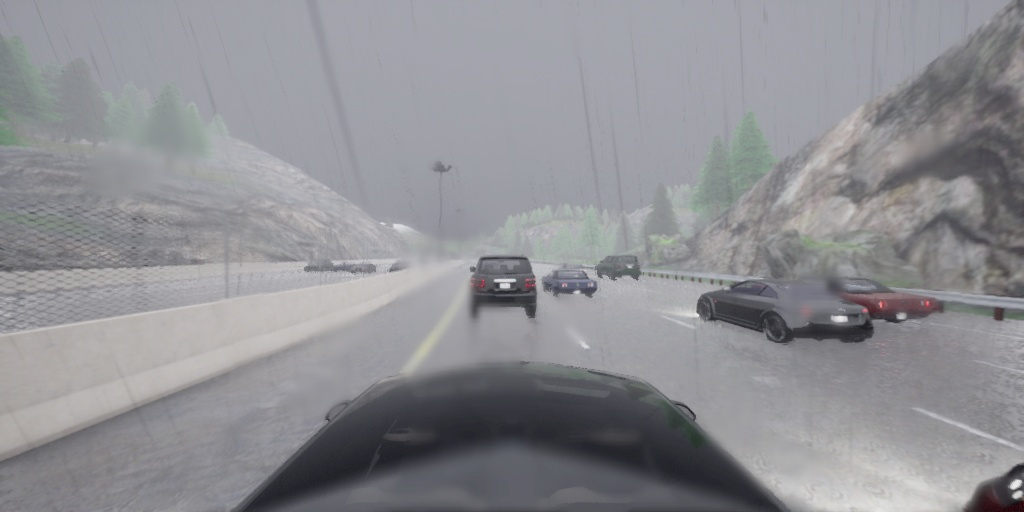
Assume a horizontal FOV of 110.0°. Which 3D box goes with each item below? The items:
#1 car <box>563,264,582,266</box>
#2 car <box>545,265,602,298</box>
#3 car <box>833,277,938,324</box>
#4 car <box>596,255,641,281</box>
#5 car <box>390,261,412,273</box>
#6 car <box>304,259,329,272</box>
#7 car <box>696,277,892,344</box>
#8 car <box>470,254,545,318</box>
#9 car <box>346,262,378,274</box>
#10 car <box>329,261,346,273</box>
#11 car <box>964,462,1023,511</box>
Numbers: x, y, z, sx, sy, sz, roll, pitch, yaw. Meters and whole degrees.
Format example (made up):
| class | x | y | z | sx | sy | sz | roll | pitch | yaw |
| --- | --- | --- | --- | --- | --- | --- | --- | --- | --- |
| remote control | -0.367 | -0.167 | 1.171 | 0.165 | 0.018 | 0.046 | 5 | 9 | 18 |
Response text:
| class | x | y | z | sx | sy | sz | roll | pitch | yaw |
| --- | --- | --- | --- | --- | --- | --- | --- | --- | --- |
| car | 5.186 | 1.323 | 31.505 | 1.895 | 1.301 | 4.718 | 0 | 0 | -5 |
| car | 2.765 | 1.335 | 18.309 | 1.895 | 1.301 | 4.718 | 0 | 0 | -4 |
| car | 10.226 | 1.323 | 11.735 | 1.895 | 1.301 | 4.718 | 0 | 0 | -3 |
| car | 8.816 | 0.936 | 30.111 | 2.150 | 2.045 | 5.566 | 0 | 0 | -5 |
| car | -13.652 | 1.321 | 44.251 | 1.994 | 1.385 | 4.181 | 0 | 0 | -5 |
| car | -24.279 | 1.131 | 45.361 | 2.097 | 1.767 | 4.553 | 0 | 0 | -5 |
| car | 6.811 | 1.295 | 9.541 | 1.994 | 1.385 | 4.181 | 0 | 0 | -2 |
| car | -0.374 | 0.965 | 13.159 | 2.150 | 2.045 | 5.566 | 0 | 0 | -4 |
| car | -16.893 | 1.329 | 41.062 | 1.994 | 1.385 | 4.181 | 0 | 0 | -5 |
| car | -20.747 | 1.372 | 45.086 | 1.895 | 1.301 | 4.718 | 0 | 0 | -5 |
| car | 3.511 | 1.308 | 0.204 | 1.994 | 1.385 | 4.181 | 0 | 0 | 0 |
